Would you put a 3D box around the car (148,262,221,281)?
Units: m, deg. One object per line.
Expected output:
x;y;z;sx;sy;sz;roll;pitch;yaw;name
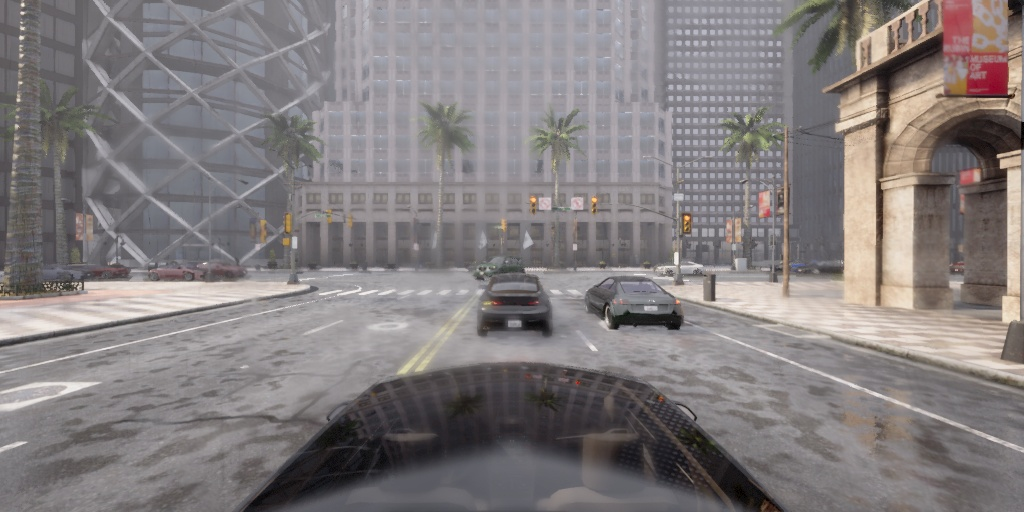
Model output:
-27.017;1.314;29.430;4.181;1.385;1.994;0;0;-4;car

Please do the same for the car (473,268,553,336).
0.076;1.255;10.349;1.837;1.490;4.892;0;0;0;car

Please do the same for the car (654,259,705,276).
17.291;1.276;36.848;4.674;1.442;1.812;0;0;0;car

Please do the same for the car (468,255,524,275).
-0.948;0.971;29.529;2.150;2.045;5.566;-1;0;30;car

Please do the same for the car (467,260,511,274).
-2.518;1.241;40.405;4.902;1.511;2.128;0;0;0;car

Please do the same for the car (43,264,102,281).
-35.482;1.313;27.734;4.181;1.385;1.994;0;0;-23;car

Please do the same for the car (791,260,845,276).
32.098;1.227;36.805;5.008;1.535;1.882;0;0;0;car

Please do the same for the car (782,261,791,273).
33.835;1.227;40.299;5.008;1.535;1.882;0;0;0;car

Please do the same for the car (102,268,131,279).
-36.617;1.351;31.101;4.718;1.301;1.895;0;0;-21;car

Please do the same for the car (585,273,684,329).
3.580;1.314;11.216;1.994;1.385;4.181;0;0;0;car

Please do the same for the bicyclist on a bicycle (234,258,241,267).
-35.756;1.050;46.654;0.582;1.620;1.656;0;0;-12;bicyclist on a bicycle

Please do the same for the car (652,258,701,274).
18.406;1.102;40.345;4.553;1.767;2.097;0;0;0;car

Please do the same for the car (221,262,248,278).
-26.958;1.276;32.928;4.674;1.442;1.812;0;0;-4;car
